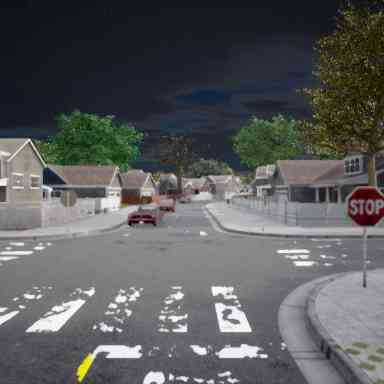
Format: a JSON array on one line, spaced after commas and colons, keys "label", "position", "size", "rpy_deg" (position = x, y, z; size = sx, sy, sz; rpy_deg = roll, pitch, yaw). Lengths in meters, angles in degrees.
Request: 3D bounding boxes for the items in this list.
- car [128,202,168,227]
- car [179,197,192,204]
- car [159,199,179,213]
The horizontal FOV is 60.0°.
[{"label": "car", "position": [-3.056, 1.592, 22.884], "size": [1.895, 1.301, 4.718], "rpy_deg": [0, 0, 2]}, {"label": "car", "position": [-1.269, 1.543, 60.533], "size": [1.994, 1.385, 4.181], "rpy_deg": [0, 0, 10]}, {"label": "car", "position": [-2.782, 1.466, 36.641], "size": [1.882, 1.535, 5.008], "rpy_deg": [0, 0, 0]}]
